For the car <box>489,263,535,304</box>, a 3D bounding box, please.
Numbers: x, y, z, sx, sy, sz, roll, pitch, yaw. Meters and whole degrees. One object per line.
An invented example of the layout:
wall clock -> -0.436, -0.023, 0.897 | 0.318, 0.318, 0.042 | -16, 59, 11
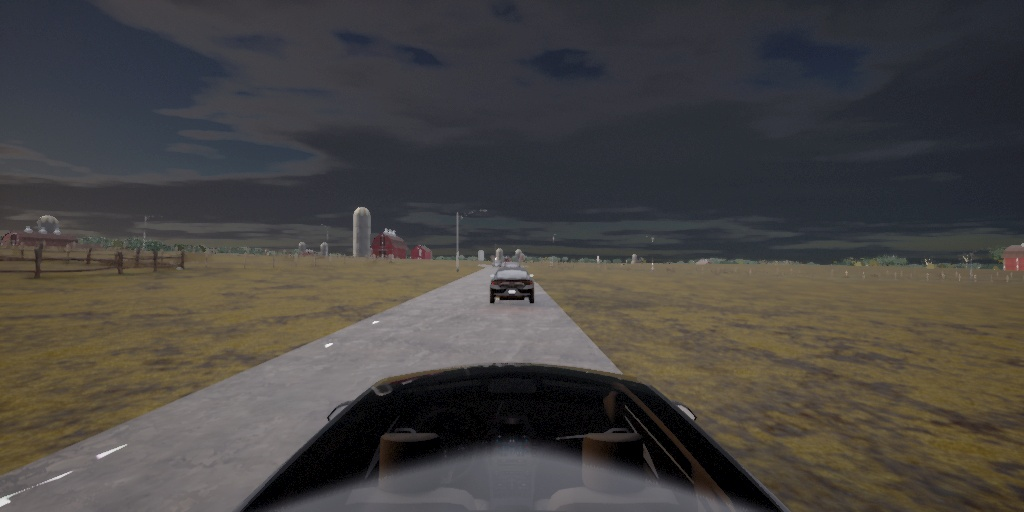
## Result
car -> 0.000, 1.254, 16.505 | 1.882, 1.535, 5.008 | 0, 0, 0

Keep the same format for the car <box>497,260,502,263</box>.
car -> -0.001, 1.310, 31.510 | 2.128, 1.511, 4.902 | 0, 0, 0
